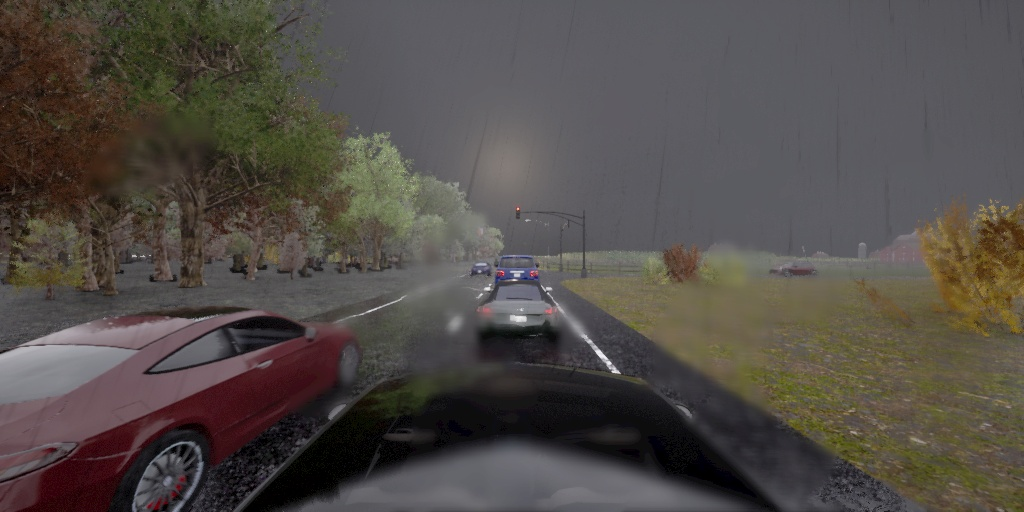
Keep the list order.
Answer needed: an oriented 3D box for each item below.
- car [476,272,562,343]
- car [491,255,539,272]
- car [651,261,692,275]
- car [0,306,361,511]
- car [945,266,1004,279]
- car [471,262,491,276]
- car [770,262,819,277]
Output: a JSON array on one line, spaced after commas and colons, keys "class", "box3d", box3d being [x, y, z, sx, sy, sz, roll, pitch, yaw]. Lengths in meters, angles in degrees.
[{"class": "car", "box3d": [0.169, 1.316, 9.672, 1.994, 1.385, 4.181, 0, 0, 1]}, {"class": "car", "box3d": [0.263, 0.976, 19.085, 2.150, 2.045, 5.566, 0, 0, 1]}, {"class": "car", "box3d": [18.537, 1.359, 42.067, 4.553, 1.767, 2.097, 1, -1, 2]}, {"class": "car", "box3d": [-3.384, 1.276, 3.928, 1.812, 1.442, 4.674, 0, 0, 1]}, {"class": "car", "box3d": [49.441, 1.849, 37.981, 4.181, 1.385, 1.994, 1, -1, 2]}, {"class": "car", "box3d": [-3.070, 1.283, 36.648, 1.812, 1.442, 4.674, 0, 0, 1]}, {"class": "car", "box3d": [32.839, 1.514, 41.841, 4.553, 1.767, 2.097, 1, -1, 1]}]
